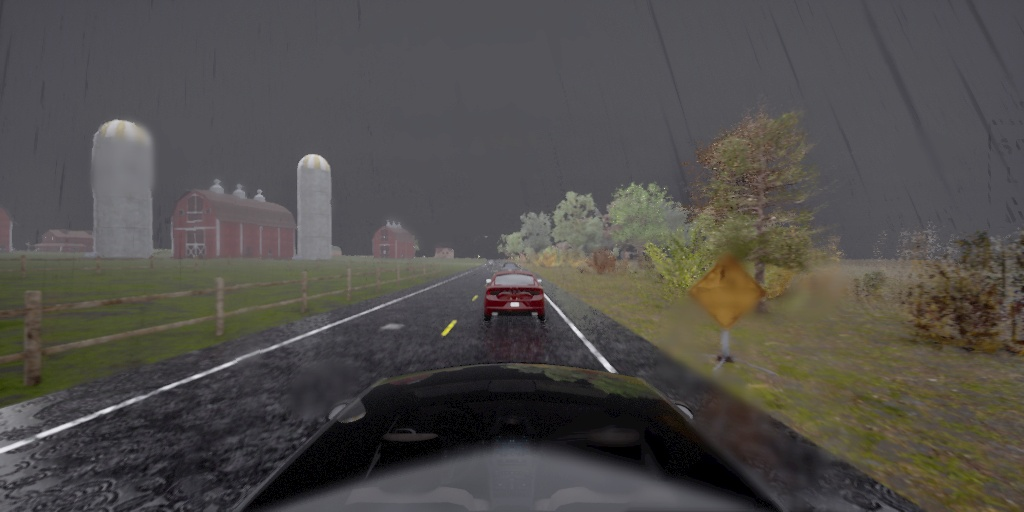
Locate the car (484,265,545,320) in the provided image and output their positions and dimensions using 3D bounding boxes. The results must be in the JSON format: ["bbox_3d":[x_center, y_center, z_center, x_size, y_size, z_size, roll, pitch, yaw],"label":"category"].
[{"bbox_3d":[0.075,1.257,12.850,1.882,1.535,5.008,0,0,0],"label":"car"}]

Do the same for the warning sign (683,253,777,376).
[{"bbox_3d":[3.548,0.876,5.959,1.300,1.860,1.060,0,0,0],"label":"warning sign"}]

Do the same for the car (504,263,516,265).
[{"bbox_3d":[-0.176,1.413,37.035,1.994,1.385,4.181,0,0,0],"label":"car"}]
